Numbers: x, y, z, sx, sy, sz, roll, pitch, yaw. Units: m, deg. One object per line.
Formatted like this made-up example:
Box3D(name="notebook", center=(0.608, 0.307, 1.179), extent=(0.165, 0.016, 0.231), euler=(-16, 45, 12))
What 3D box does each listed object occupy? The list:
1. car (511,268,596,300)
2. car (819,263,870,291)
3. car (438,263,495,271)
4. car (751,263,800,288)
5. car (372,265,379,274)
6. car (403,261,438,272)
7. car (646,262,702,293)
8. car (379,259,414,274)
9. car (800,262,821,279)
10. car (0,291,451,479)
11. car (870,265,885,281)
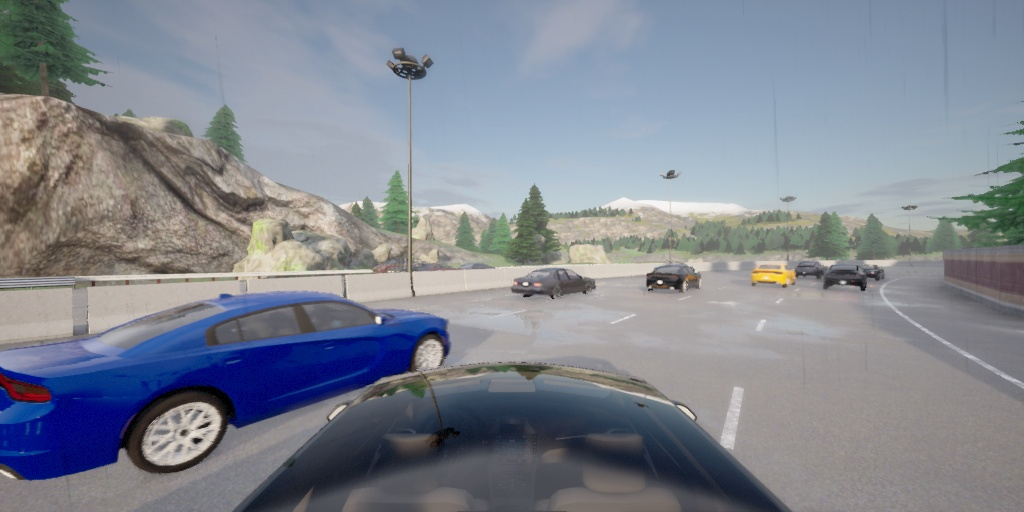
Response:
Box3D(name="car", center=(2.206, 1.297, 17.828), extent=(2.033, 1.411, 5.357), euler=(0, 0, 40))
Box3D(name="car", center=(20.641, 1.255, 22.162), extent=(4.892, 1.490, 1.837), euler=(0, 0, -44))
Box3D(name="car", center=(-3.145, 1.275, 27.954), extent=(1.812, 1.442, 4.674), euler=(0, 0, 41))
Box3D(name="car", center=(17.692, 1.228, 24.169), extent=(5.008, 1.535, 1.882), euler=(0, 0, -44))
Box3D(name="car", center=(-11.153, 1.102, 34.703), extent=(2.097, 1.767, 4.553), euler=(0, 0, 41))
Box3D(name="car", center=(-6.394, 1.314, 29.521), extent=(1.994, 1.385, 4.181), euler=(0, 0, 41))
Box3D(name="car", center=(9.471, 1.227, 20.776), extent=(1.882, 1.535, 5.008), euler=(0, 0, 42))
Box3D(name="car", center=(-8.810, 1.241, 32.091), extent=(2.128, 1.511, 4.902), euler=(0, 0, 41))
Box3D(name="car", center=(27.150, 1.242, 32.477), extent=(4.902, 1.511, 2.128), euler=(0, 0, -39))
Box3D(name="car", center=(-3.015, 1.228, 5.033), extent=(1.882, 1.535, 5.008), euler=(0, 0, 34))
Box3D(name="car", center=(29.838, 1.351, 30.173), extent=(4.718, 1.301, 1.895), euler=(0, 0, -39))
